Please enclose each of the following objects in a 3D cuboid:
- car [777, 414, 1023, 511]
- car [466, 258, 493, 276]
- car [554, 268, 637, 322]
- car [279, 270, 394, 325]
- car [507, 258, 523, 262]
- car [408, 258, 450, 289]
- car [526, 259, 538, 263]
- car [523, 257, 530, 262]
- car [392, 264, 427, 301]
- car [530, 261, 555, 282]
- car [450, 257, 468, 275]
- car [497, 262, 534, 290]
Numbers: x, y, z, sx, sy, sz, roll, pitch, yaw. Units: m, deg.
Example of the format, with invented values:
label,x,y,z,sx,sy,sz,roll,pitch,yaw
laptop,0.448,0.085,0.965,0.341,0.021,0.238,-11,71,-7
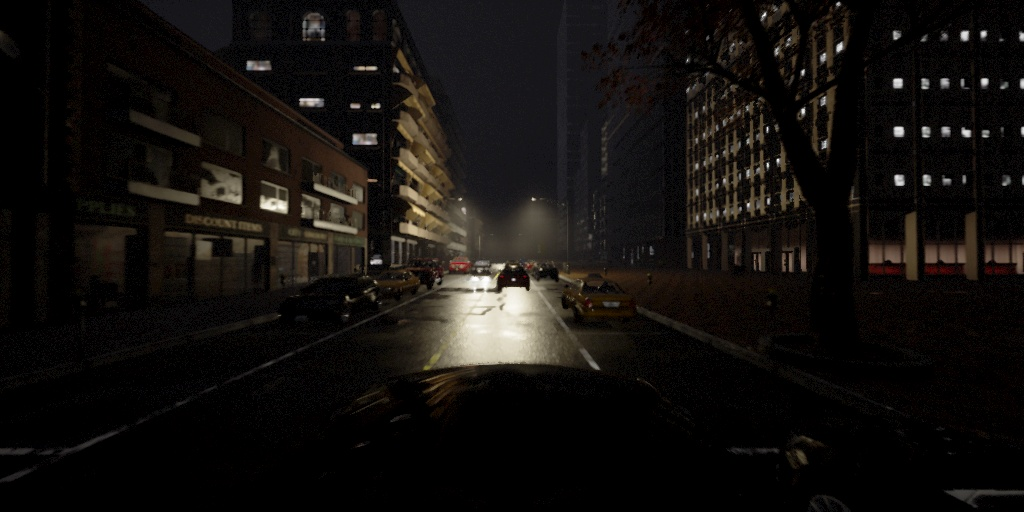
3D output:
label,x,y,z,sx,sy,sz,roll,pitch,yaw
car,2.691,1.301,0.735,2.007,1.370,4.403,0,0,0
car,-3.089,1.233,37.058,2.128,1.511,4.902,0,0,0
car,2.686,1.272,12.045,1.751,1.417,4.829,0,0,0
car,-5.695,1.312,11.873,1.948,1.339,4.313,0,0,0
car,0.081,1.246,44.012,1.837,1.490,4.892,0,0,0
car,-5.699,1.058,23.012,2.192,1.841,5.009,0,0,0
car,2.677,1.293,34.153,2.007,1.370,4.403,0,0,0
car,2.671,1.180,45.292,1.967,1.591,4.097,0,0,0
car,-5.697,1.270,17.272,1.751,1.417,4.829,0,0,0
car,2.679,1.294,28.584,2.007,1.370,4.403,0,0,0
car,-5.707,1.056,39.720,2.192,1.841,5.009,0,0,0
car,0.092,1.308,22.380,1.994,1.385,4.181,0,0,0
